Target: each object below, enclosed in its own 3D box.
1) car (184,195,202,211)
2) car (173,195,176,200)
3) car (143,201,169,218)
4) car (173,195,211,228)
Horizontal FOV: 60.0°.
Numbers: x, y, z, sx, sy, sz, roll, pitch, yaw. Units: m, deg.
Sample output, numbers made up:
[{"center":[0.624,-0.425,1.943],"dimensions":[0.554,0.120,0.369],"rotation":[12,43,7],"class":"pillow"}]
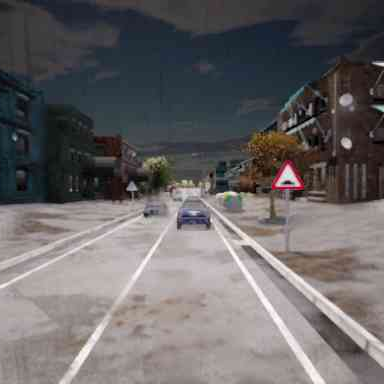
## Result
[{"center":[0.093,1.255,39.781],"dimensions":[2.097,1.767,4.553],"rotation":[0,0,0],"class":"car"},{"center":[-3.012,1.397,69.722],"dimensions":[1.812,1.442,4.674],"rotation":[0,0,0],"class":"car"},{"center":[-3.100,1.504,29.301],"dimensions":[1.994,1.385,4.181],"rotation":[0,0,0],"class":"car"},{"center":[0.095,1.276,22.089],"dimensions":[2.097,1.767,4.553],"rotation":[0,2,0],"class":"car"}]
